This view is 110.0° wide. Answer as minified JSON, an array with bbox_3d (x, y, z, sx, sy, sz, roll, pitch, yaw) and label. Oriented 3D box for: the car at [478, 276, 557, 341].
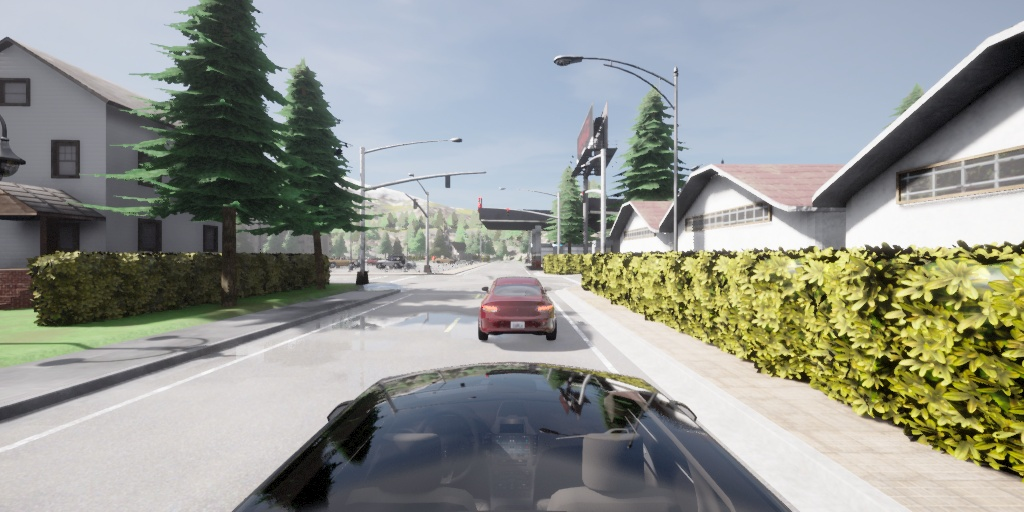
[{"bbox_3d":[0.127,1.276,9.791,1.812,1.442,4.674,0,0,0],"label":"car"}]
